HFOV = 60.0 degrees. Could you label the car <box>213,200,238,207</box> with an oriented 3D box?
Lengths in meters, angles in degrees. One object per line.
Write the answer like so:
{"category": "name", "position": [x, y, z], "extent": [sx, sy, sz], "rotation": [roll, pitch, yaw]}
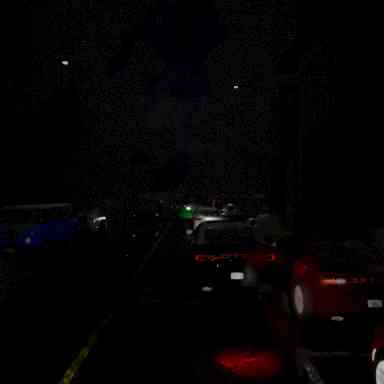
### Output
{"category": "car", "position": [2.714, 1.523, 23.713], "extent": [1.752, 1.417, 4.829], "rotation": [0, 0, 0]}

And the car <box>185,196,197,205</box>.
{"category": "car", "position": [-0.123, 1.499, 60.702], "extent": [2.128, 1.511, 4.902], "rotation": [0, 0, 0]}

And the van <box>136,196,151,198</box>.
{"category": "van", "position": [-5.844, 1.341, 39.839], "extent": [1.690, 1.788, 3.998], "rotation": [0, 0, 0]}

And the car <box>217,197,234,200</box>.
{"category": "car", "position": [2.703, 1.313, 28.981], "extent": [2.192, 1.841, 5.009], "rotation": [0, 0, 0]}

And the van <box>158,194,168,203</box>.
{"category": "van", "position": [-5.900, 1.352, 67.027], "extent": [1.690, 1.788, 3.998], "rotation": [0, 0, 0]}

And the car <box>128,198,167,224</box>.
{"category": "car", "position": [-3.150, 1.476, 24.686], "extent": [1.882, 1.535, 5.008], "rotation": [0, 0, 0]}

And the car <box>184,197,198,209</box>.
{"category": "car", "position": [-0.083, 1.480, 46.886], "extent": [1.882, 1.535, 5.008], "rotation": [0, 0, 0]}

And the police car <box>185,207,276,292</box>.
{"category": "police car", "position": [0.872, 1.425, 9.041], "extent": [1.930, 1.638, 5.238], "rotation": [0, 0, 0]}

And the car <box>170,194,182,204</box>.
{"category": "car", "position": [-3.131, 1.362, 64.820], "extent": [2.097, 1.767, 4.553], "rotation": [0, 0, 0]}

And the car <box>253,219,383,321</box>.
{"category": "car", "position": [2.748, 1.544, 7.231], "extent": [1.887, 1.381, 4.507], "rotation": [0, 0, 0]}

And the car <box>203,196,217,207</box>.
{"category": "car", "position": [2.659, 1.444, 50.731], "extent": [1.967, 1.590, 4.097], "rotation": [0, 0, 0]}

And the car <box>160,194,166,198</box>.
{"category": "car", "position": [-5.877, 1.531, 55.982], "extent": [1.752, 1.417, 4.829], "rotation": [0, 0, 0]}

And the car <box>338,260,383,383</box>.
{"category": "car", "position": [2.759, 1.544, 1.793], "extent": [1.887, 1.381, 4.507], "rotation": [0, 0, 0]}

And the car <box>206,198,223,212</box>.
{"category": "car", "position": [2.681, 1.526, 40.026], "extent": [1.752, 1.417, 4.829], "rotation": [0, 0, 0]}

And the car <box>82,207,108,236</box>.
{"category": "car", "position": [-5.799, 1.549, 18.089], "extent": [2.008, 1.369, 4.403], "rotation": [0, 0, 0]}

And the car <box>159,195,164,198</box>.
{"category": "car", "position": [-5.866, 1.569, 50.714], "extent": [1.947, 1.339, 4.313], "rotation": [0, 0, 0]}

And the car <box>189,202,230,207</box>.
{"category": "car", "position": [0.863, 1.524, 18.931], "extent": [1.812, 1.442, 4.674], "rotation": [0, 0, 0]}

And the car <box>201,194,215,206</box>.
{"category": "car", "position": [2.647, 1.321, 56.169], "extent": [2.192, 1.841, 5.009], "rotation": [0, 0, 0]}

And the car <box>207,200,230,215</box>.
{"category": "car", "position": [2.693, 1.550, 34.418], "extent": [2.008, 1.369, 4.403], "rotation": [0, 0, 0]}

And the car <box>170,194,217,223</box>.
{"category": "car", "position": [0.288, 1.220, 25.181], "extent": [2.150, 2.045, 5.566], "rotation": [0, 0, 11]}

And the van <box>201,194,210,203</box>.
{"category": "van", "position": [2.625, 1.352, 67.044], "extent": [1.690, 1.788, 3.998], "rotation": [0, 0, 0]}

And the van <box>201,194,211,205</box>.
{"category": "van", "position": [2.636, 1.349, 61.606], "extent": [1.690, 1.788, 3.998], "rotation": [0, 0, 0]}

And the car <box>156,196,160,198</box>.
{"category": "car", "position": [-5.855, 1.527, 45.107], "extent": [1.752, 1.417, 4.829], "rotation": [0, 0, 0]}

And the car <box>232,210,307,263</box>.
{"category": "car", "position": [2.737, 1.524, 12.838], "extent": [1.752, 1.417, 4.829], "rotation": [0, 0, 0]}

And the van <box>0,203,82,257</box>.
{"category": "van", "position": [-5.788, 1.339, 12.651], "extent": [1.690, 1.788, 3.998], "rotation": [0, 0, 0]}

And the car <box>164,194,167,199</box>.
{"category": "car", "position": [-5.889, 1.448, 61.589], "extent": [1.967, 1.590, 4.097], "rotation": [0, 0, 0]}

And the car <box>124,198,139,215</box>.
{"category": "car", "position": [-5.833, 1.565, 34.401], "extent": [1.947, 1.339, 4.313], "rotation": [0, 0, 0]}

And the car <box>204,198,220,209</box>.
{"category": "car", "position": [2.670, 1.546, 45.294], "extent": [1.887, 1.381, 4.507], "rotation": [0, 0, 0]}
